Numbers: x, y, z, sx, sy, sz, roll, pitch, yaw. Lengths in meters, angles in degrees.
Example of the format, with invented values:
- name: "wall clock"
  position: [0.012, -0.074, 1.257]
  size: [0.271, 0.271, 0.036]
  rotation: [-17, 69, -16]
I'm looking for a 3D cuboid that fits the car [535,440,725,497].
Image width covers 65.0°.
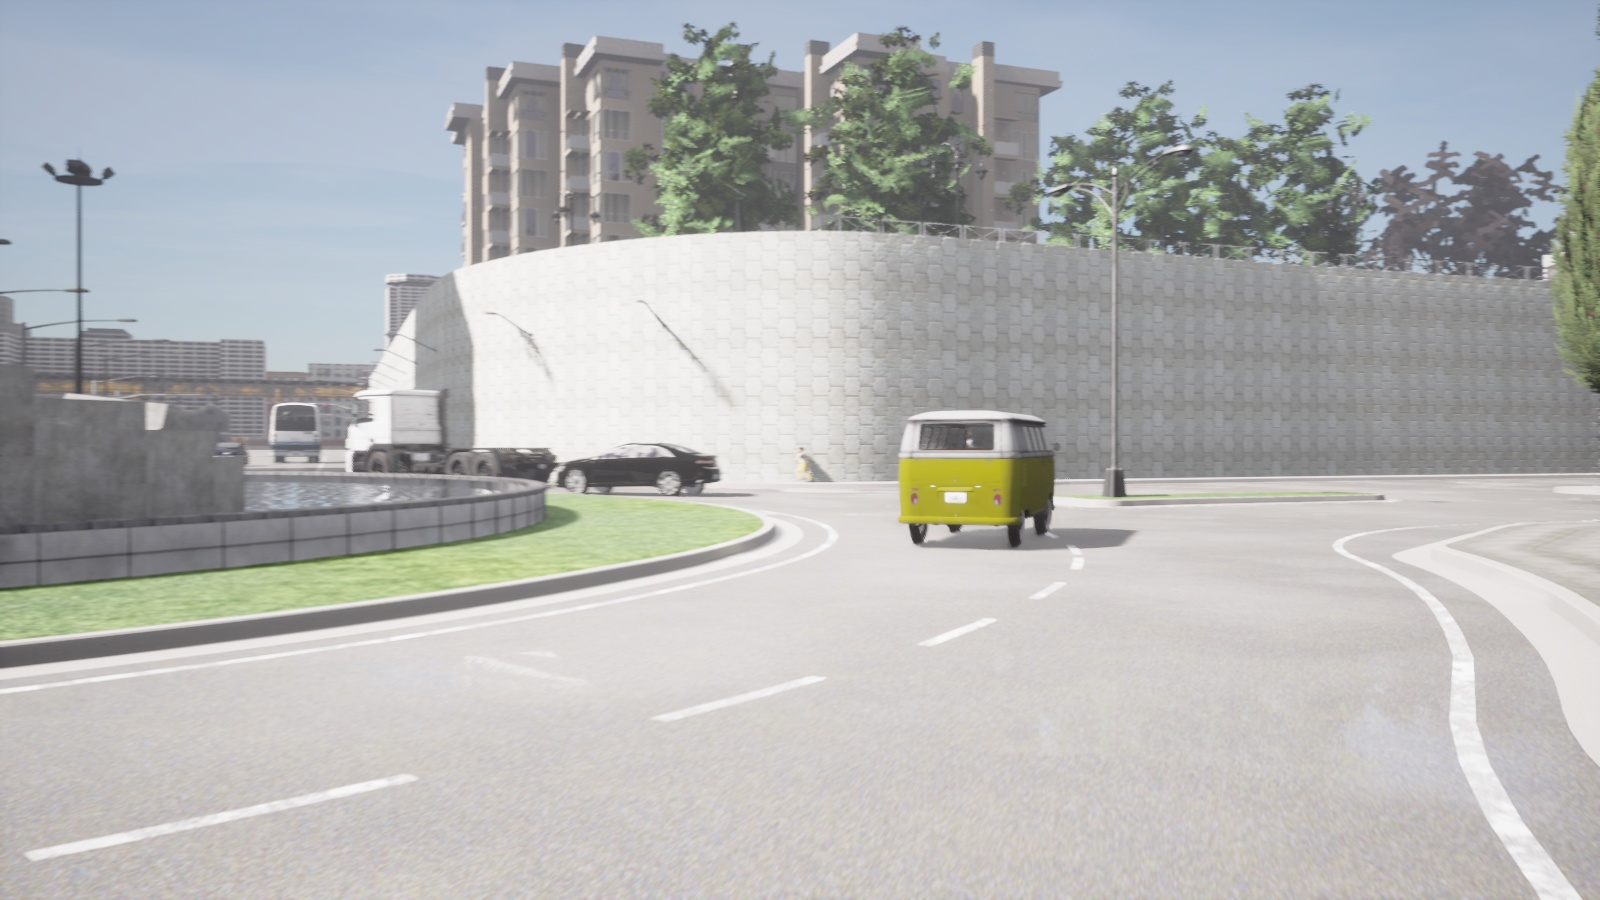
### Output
- name: "car"
  position: [-4.823, 0.486, 35.749]
  size: [4.902, 1.511, 2.128]
  rotation: [0, 0, 19]

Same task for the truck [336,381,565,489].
- name: "truck"
  position: [-12.152, -0.517, 43.424]
  size: [7.936, 3.462, 2.891]
  rotation: [0, 0, 30]

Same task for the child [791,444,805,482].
- name: "child"
  position: [-0.059, 0.441, 42.268]
  size: [0.437, 1.263, 0.270]
  rotation: [0, 0, 7]

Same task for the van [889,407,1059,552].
- name: "van"
  position: [2.832, 0.396, 19.602]
  size: [1.775, 1.987, 4.442]
  rotation: [0, 0, 19]

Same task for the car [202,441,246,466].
- name: "car"
  position: [-35.582, 0.205, 77.697]
  size: [2.163, 1.488, 4.792]
  rotation: [0, 0, -21]
